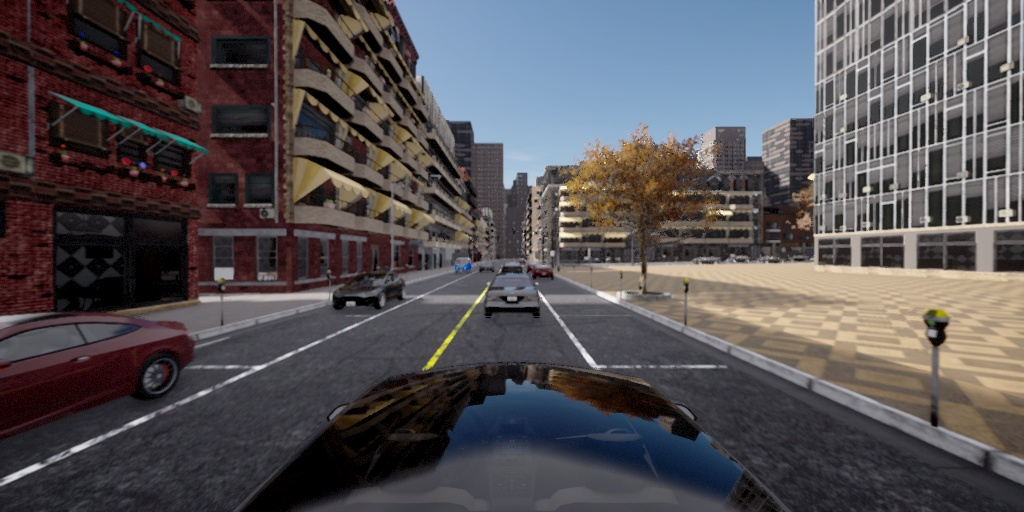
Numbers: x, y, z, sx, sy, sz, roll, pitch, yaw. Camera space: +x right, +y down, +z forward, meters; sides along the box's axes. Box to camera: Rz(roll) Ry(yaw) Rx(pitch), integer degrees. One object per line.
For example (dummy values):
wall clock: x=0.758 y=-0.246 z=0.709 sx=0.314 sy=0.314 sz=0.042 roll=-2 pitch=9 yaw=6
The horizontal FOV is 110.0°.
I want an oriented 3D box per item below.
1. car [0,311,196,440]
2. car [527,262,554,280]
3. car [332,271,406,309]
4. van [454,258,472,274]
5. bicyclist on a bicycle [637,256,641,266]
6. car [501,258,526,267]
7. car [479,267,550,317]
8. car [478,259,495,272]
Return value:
car: x=-5.695 y=1.333 z=3.843 sx=1.802 sy=1.307 sz=4.207 roll=0 pitch=0 yaw=0
car: x=2.637 y=1.315 z=31.492 sx=1.888 sy=1.381 sz=4.507 roll=0 pitch=0 yaw=0
car: x=-5.714 y=1.322 z=14.897 sx=1.948 sy=1.339 sz=4.313 roll=0 pitch=0 yaw=0
van: x=-5.764 y=1.123 z=42.529 sx=1.690 sy=1.789 sz=3.998 roll=0 pitch=0 yaw=0
bicyclist on a bicycle: x=20.147 y=0.819 z=56.897 sx=0.582 sy=1.620 sz=1.656 roll=-1 pitch=0 yaw=-1
car: x=0.020 y=1.249 z=32.966 sx=1.882 sy=1.535 sz=5.008 roll=0 pitch=0 yaw=0
car: x=0.023 y=1.302 z=13.053 sx=2.033 sy=1.411 sz=5.357 roll=0 pitch=0 yaw=0
car: x=-3.145 y=1.292 z=44.978 sx=1.837 sy=1.490 sz=4.892 roll=0 pitch=-1 yaw=0
